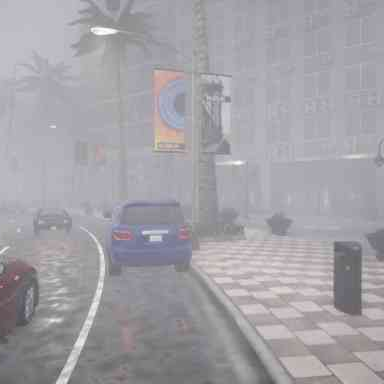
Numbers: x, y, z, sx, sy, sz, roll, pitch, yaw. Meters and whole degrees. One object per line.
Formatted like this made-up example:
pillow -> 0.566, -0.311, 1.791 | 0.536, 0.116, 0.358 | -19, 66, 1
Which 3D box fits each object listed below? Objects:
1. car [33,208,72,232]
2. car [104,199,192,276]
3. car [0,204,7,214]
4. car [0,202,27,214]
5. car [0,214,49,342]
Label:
car -> -8.234, 1.595, 19.383 | 1.895, 1.301, 4.718 | 0, 0, -27
car -> -1.585, 1.219, 10.656 | 2.150, 2.045, 5.566 | 0, 0, -15
car -> -10.763, 1.539, 16.662 | 2.033, 1.411, 5.357 | 0, 0, -25
car -> -18.033, 1.586, 32.789 | 4.718, 1.301, 1.895 | 0, 0, 45
car -> -3.556, 1.349, 4.048 | 2.097, 1.767, 4.553 | 0, 0, -8
